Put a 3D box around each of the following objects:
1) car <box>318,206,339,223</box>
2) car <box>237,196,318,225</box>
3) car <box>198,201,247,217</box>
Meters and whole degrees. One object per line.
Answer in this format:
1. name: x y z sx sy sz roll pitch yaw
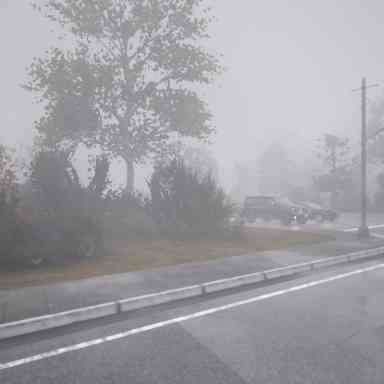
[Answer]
1. car: 9.236 1.562 26.845 1.882 1.535 5.008 0 -1 -39
2. car: 6.201 1.313 25.101 2.150 2.045 5.566 0 -1 -37
3. car: 3.049 1.702 34.156 1.882 1.535 5.008 0 -1 -43
